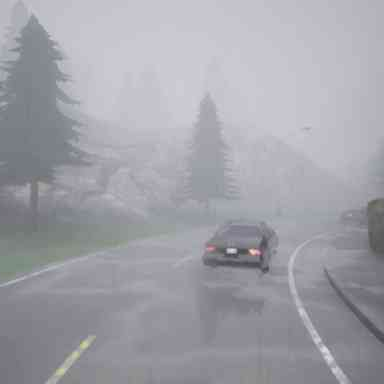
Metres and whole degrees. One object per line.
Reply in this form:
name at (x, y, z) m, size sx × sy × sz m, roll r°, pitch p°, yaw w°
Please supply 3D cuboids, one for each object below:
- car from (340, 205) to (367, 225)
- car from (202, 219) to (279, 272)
car at (13.585, 1.752, 26.369) m, size 4.181 × 1.385 × 1.994 m, roll 0°, pitch -1°, yaw -35°
car at (1.831, 1.628, 11.244) m, size 2.033 × 1.411 × 5.357 m, roll 0°, pitch 0°, yaw 18°
